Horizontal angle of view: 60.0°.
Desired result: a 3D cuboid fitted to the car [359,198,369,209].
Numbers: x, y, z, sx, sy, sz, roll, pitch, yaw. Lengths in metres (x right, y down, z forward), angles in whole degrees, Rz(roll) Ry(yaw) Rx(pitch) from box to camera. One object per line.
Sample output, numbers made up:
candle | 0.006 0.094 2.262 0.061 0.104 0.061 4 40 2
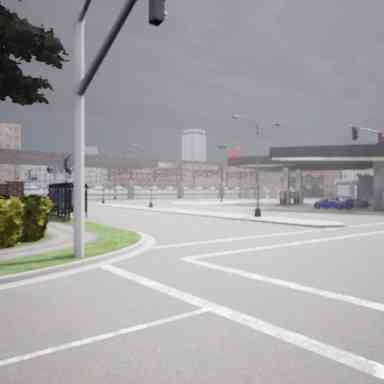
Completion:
car | 21.393 1.457 44.372 1.970 1.475 3.806 0 0 -35

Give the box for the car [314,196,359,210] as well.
car | 17.130 1.296 40.447 2.242 1.667 4.611 0 0 -35
